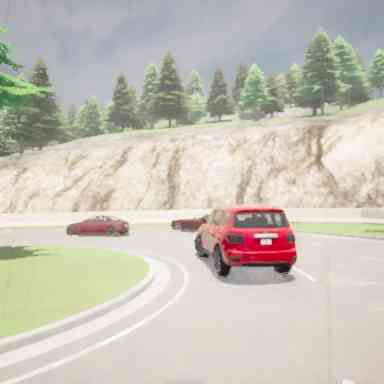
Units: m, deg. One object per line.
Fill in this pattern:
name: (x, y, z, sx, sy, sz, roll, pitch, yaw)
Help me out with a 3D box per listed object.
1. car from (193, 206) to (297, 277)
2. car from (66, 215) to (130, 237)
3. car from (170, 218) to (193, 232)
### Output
car: (1.595, 1.495, 11.519, 2.150, 2.045, 5.566, 0, -2, -8)
car: (-6.385, 2.279, 22.705, 4.181, 1.385, 1.994, -1, -2, 11)
car: (0.763, 2.204, 23.785, 4.718, 1.301, 1.895, -2, -2, 34)
